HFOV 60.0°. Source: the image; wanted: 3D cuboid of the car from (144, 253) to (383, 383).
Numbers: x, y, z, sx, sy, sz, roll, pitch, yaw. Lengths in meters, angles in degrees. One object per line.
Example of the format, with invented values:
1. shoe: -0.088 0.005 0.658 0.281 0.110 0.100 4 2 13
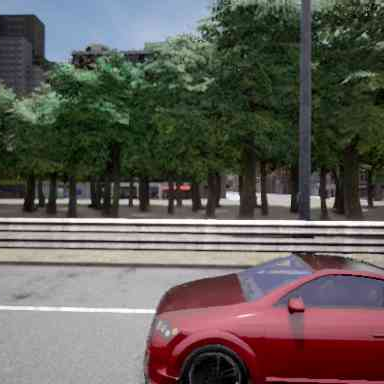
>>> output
1. car: 1.527 1.553 4.294 4.181 1.385 1.994 0 0 3
